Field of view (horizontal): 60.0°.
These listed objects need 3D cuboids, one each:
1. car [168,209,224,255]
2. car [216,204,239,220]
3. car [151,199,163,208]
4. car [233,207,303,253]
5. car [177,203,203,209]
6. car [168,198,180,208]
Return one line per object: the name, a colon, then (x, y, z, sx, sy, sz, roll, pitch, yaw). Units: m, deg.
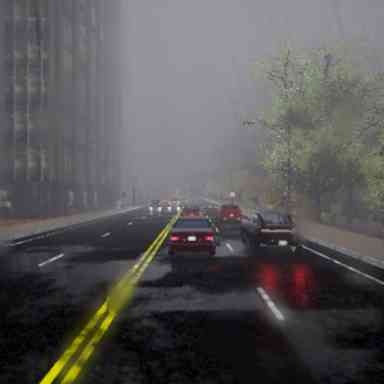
car: (0.000, 1.680, 13.991, 2.033, 1.411, 5.357, 0, -1, 0)
car: (3.255, 1.756, 29.480, 1.882, 1.535, 5.008, 0, 0, 0)
car: (-6.507, 2.095, 61.406, 1.837, 1.490, 4.892, 0, -1, 0)
car: (3.255, 1.628, 14.294, 2.128, 1.511, 4.902, 0, 0, 0)
car: (0.004, 1.841, 29.308, 1.994, 1.385, 4.181, 0, 0, 0)
car: (-3.255, 1.933, 61.644, 2.097, 1.767, 4.553, 0, 0, 0)
